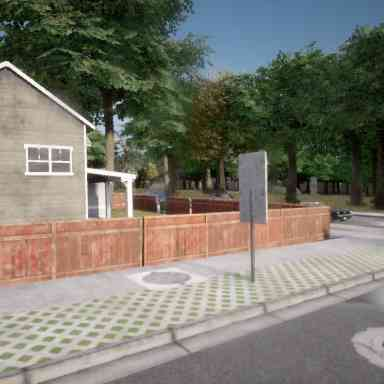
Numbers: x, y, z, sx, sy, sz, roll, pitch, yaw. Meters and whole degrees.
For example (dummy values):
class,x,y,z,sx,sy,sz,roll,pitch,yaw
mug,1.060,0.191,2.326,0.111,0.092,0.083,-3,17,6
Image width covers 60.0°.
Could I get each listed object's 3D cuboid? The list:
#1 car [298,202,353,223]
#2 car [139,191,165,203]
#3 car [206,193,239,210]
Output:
class,x,y,z,sx,sy,sz,roll,pitch,yaw
car,8.857,1.380,23.769,1.895,1.301,4.718,-2,2,-35
car,-5.212,0.681,43.766,1.882,1.535,5.008,-2,3,-35
car,3.114,0.930,31.916,2.097,1.767,4.553,-2,2,-35
